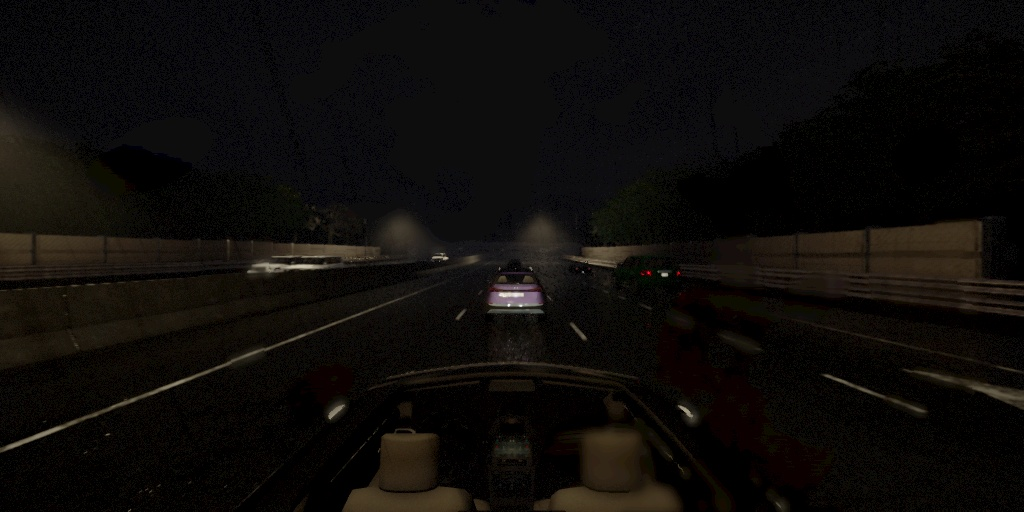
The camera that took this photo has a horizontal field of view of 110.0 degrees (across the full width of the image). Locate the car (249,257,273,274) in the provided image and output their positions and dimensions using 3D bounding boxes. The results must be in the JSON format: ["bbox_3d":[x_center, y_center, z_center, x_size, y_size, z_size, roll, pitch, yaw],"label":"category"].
[{"bbox_3d":[-17.528,0.965,27.798,2.150,2.045,5.566,0,0,0],"label":"car"}]

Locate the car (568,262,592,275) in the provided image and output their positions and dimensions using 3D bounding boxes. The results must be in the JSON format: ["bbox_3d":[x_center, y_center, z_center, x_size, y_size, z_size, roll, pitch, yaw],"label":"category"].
[{"bbox_3d":[7.236,1.326,38.673,1.895,1.301,4.718,0,0,0],"label":"car"}]

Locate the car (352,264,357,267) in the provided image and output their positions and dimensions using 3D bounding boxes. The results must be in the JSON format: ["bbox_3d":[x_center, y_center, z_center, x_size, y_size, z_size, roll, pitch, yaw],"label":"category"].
[{"bbox_3d":[-20.905,1.285,43.856,1.895,1.301,4.718,0,1,1],"label":"car"}]

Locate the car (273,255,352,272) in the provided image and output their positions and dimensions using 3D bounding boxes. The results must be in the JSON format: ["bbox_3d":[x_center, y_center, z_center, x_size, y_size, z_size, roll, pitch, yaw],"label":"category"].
[{"bbox_3d":[-14.040,0.965,25.732,2.150,2.045,5.566,0,0,0],"label":"car"}]

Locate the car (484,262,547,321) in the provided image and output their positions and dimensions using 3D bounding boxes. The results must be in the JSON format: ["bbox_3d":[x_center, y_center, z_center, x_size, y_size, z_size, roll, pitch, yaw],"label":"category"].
[{"bbox_3d":[0.112,1.179,12.531,2.033,1.649,4.856,0,0,0],"label":"car"}]

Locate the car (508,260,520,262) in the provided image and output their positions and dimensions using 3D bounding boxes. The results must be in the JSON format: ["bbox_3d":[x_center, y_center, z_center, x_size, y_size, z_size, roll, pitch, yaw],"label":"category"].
[{"bbox_3d":[0.274,1.196,43.345,1.837,1.490,4.892,0,1,0],"label":"car"}]

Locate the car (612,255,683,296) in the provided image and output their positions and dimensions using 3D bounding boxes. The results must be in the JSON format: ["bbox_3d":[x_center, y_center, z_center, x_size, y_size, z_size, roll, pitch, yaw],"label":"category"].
[{"bbox_3d":[7.132,0.970,19.400,2.150,2.045,5.566,0,0,0],"label":"car"}]
